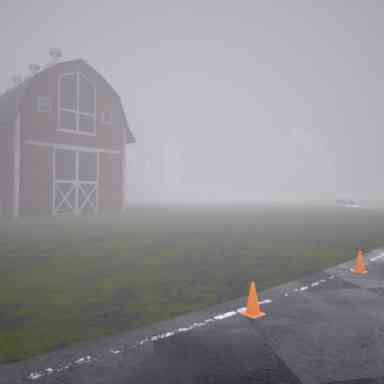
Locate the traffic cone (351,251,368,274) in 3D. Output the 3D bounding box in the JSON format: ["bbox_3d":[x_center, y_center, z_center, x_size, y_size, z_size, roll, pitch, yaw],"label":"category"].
[{"bbox_3d":[4.707,1.947,9.319,0.340,0.580,0.340,0,0,-44],"label":"traffic cone"}]

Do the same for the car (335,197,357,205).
[{"bbox_3d":[25.963,1.543,56.280,1.994,1.385,4.181,1,0,-4],"label":"car"}]

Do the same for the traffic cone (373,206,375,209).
[{"bbox_3d":[23.241,1.909,42.492,0.340,0.580,0.340,1,0,12],"label":"traffic cone"}]

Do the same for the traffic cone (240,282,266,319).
[{"bbox_3d":[1.119,1.952,6.104,0.340,0.580,0.340,0,0,-40],"label":"traffic cone"}]
